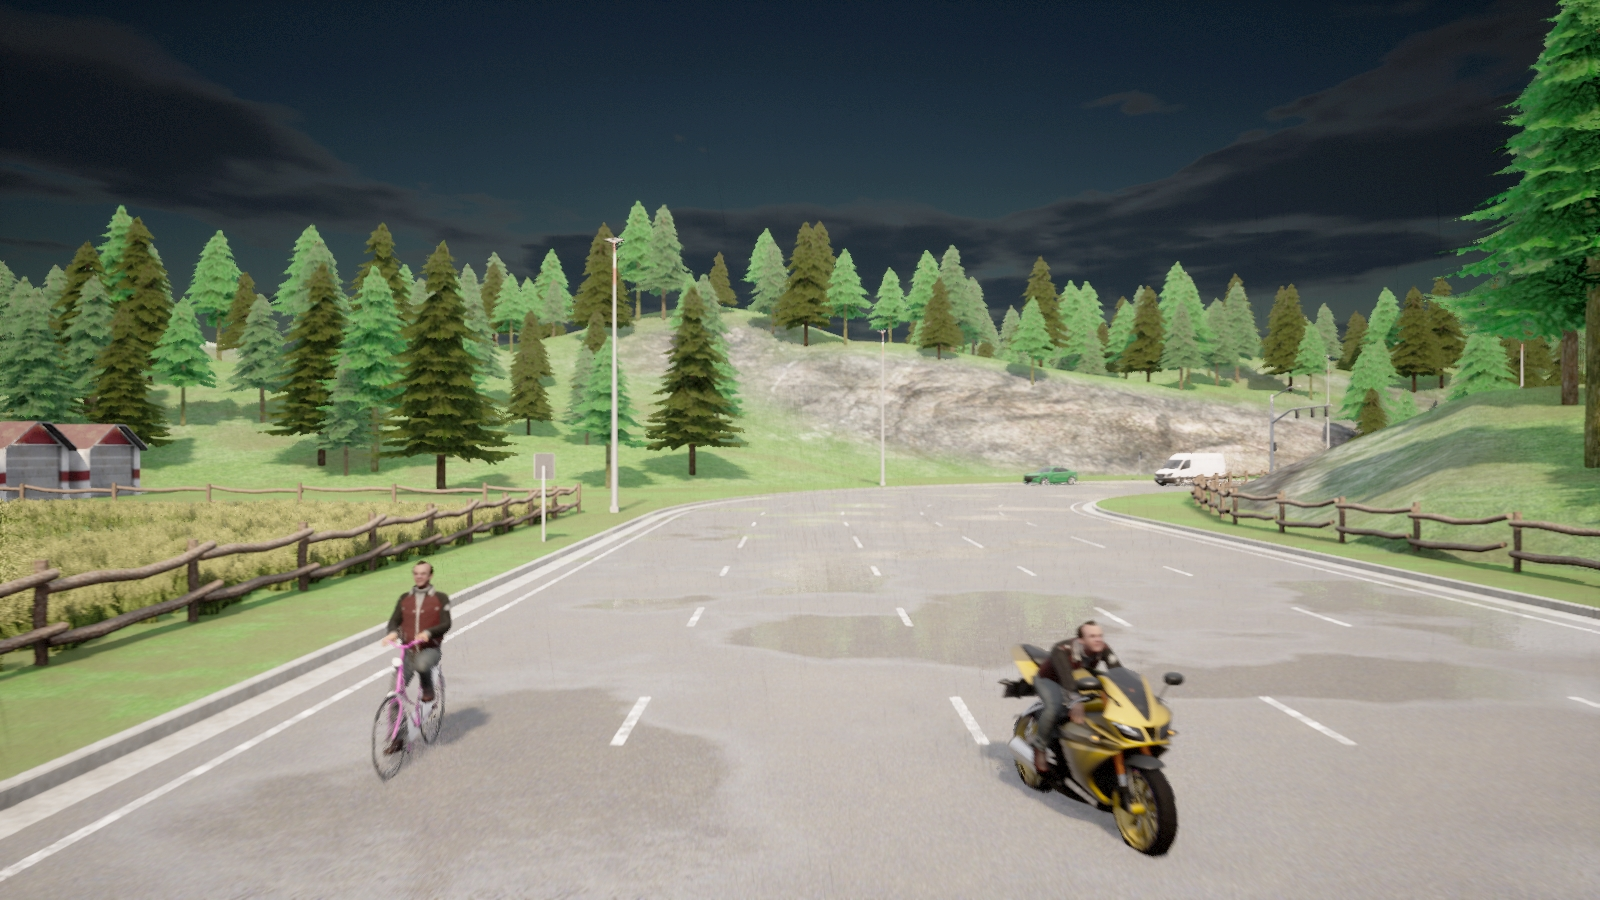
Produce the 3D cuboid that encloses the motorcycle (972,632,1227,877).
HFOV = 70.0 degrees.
[{"bbox_3d":[2.190,2.205,8.753,0.867,1.251,2.209,0,0,-16],"label":"motorcycle"}]

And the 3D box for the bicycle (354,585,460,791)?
[{"bbox_3d":[-3.489,2.060,10.271,0.329,1.471,1.835,0,0,0],"label":"bicycle"}]
